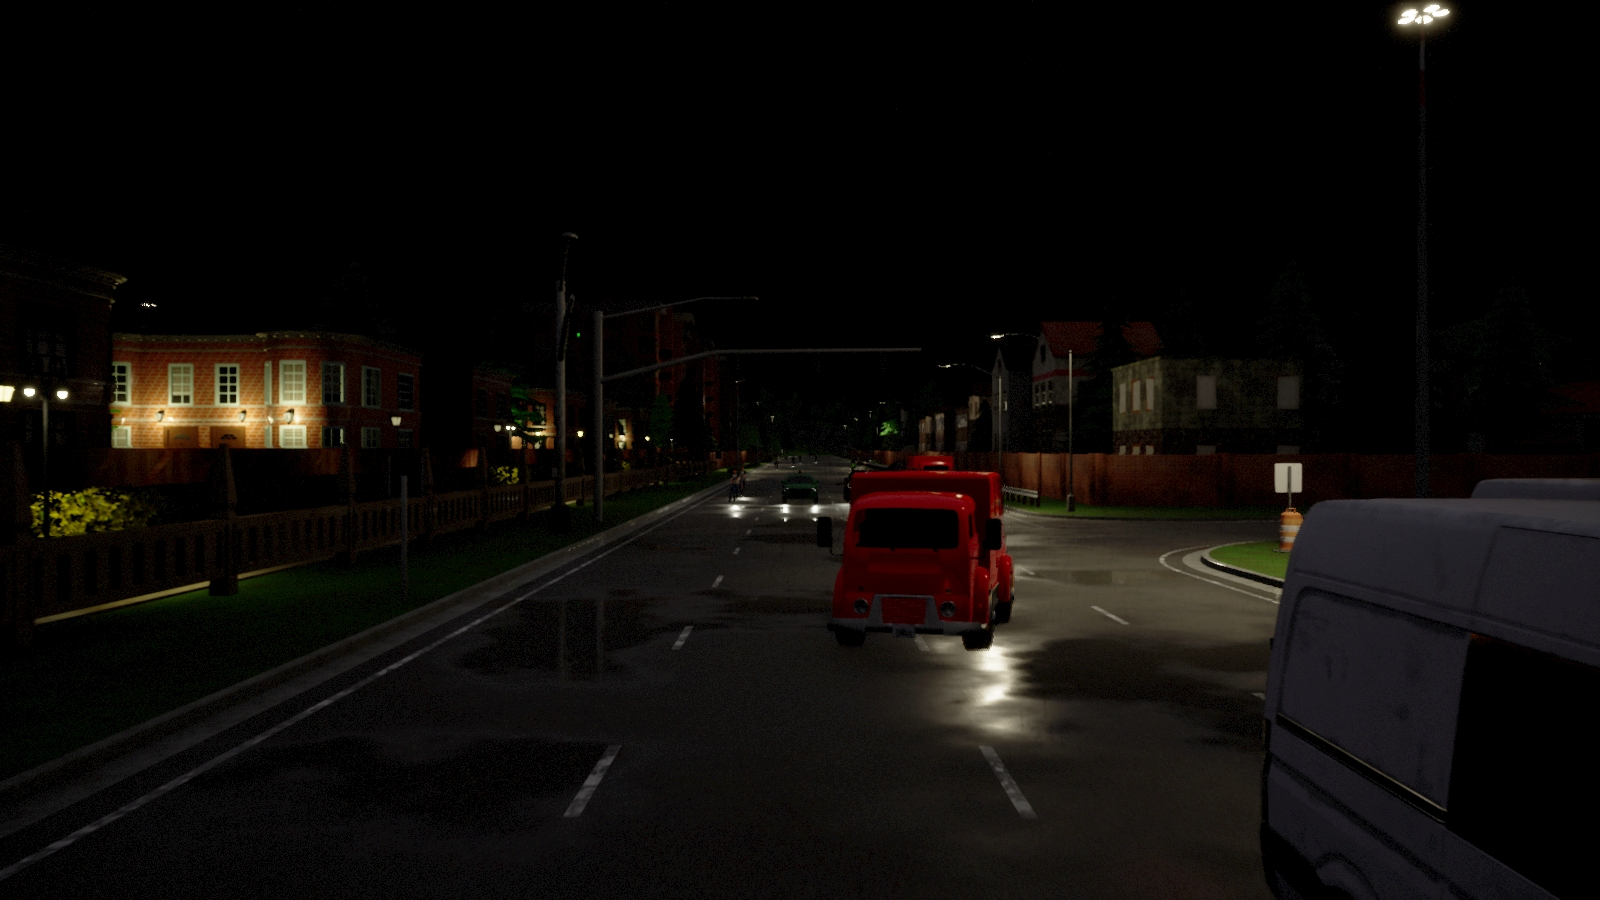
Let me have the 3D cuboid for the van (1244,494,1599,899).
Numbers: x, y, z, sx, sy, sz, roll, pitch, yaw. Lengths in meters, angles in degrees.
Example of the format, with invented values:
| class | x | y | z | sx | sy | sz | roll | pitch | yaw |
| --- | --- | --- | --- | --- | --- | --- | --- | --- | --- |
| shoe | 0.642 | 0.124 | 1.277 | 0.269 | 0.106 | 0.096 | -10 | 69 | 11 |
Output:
| class | x | y | z | sx | sy | sz | roll | pitch | yaw |
| --- | --- | --- | --- | --- | --- | --- | --- | --- | --- |
| van | 3.504 | 1.533 | 3.499 | 1.988 | 2.561 | 5.915 | 0 | 0 | 0 |

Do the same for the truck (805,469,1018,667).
| class | x | y | z | sx | sy | sz | roll | pitch | yaw |
| --- | --- | --- | --- | --- | --- | --- | --- | --- | --- |
| truck | 1.923 | 1.567 | 17.557 | 2.627 | 2.467 | 5.204 | 0 | 0 | 13 |

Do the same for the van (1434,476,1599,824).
| class | x | y | z | sx | sy | sz | roll | pitch | yaw |
| --- | --- | --- | --- | --- | --- | --- | --- | --- | --- |
| van | 7.004 | 1.532 | 7.872 | 1.988 | 2.561 | 5.915 | 0 | 0 | 0 |
